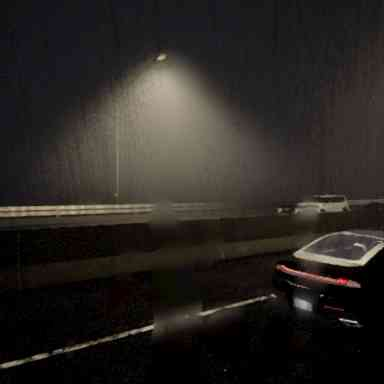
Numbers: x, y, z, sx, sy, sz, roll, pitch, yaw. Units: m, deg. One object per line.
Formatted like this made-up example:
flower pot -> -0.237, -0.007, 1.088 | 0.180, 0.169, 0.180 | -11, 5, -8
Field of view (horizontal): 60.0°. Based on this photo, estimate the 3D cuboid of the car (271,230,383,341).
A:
car -> 3.674, 1.508, 6.468 | 4.902, 1.511, 2.128 | 0, 0, -35

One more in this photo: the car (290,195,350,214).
car -> 11.500, 1.283, 29.109 | 5.566, 2.045, 2.150 | 0, 0, -34

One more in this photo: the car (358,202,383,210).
car -> 15.235, 1.593, 27.422 | 4.674, 1.442, 1.812 | 0, 0, -34

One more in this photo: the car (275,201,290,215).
car -> 10.207, 1.553, 32.462 | 4.902, 1.511, 2.128 | 0, 0, -34
